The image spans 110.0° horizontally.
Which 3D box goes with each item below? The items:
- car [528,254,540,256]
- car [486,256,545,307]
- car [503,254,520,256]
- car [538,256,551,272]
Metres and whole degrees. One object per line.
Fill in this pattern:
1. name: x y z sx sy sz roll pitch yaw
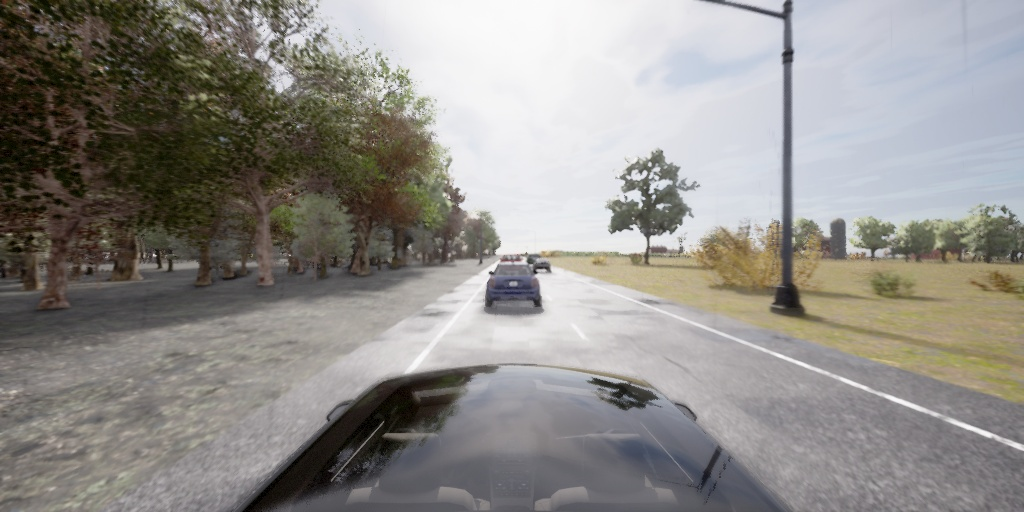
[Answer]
1. car: 3.319 0.649 55.543 2.150 2.045 5.566 0 1 0
2. car: 0.047 1.025 15.233 2.097 1.767 4.553 0 0 0
3. car: -0.038 0.780 35.295 2.150 2.045 5.566 0 1 0
4. car: 3.349 1.021 40.625 1.837 1.490 4.892 0 0 0
